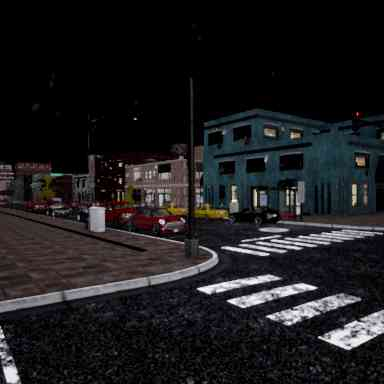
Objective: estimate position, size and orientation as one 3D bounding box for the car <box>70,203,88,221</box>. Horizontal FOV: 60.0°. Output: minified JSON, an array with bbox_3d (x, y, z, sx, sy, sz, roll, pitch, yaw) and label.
[{"bbox_3d":[-8.811,1.918,29.370,2.008,1.369,4.403,-1,0,-36],"label":"car"}]

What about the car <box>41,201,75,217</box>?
[{"bbox_3d":[-15.535,2.053,38.460,2.008,1.369,4.403,-1,0,-36],"label":"car"}]

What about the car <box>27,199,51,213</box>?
[{"bbox_3d":[-22.264,1.952,47.551,2.192,1.841,5.009,-1,0,-36],"label":"car"}]

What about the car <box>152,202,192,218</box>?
[{"bbox_3d":[-2.184,1.820,34.446,1.752,1.417,4.829,-1,0,-36],"label":"car"}]

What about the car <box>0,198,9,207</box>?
[{"bbox_3d":[-42.470,2.358,74.798,2.192,1.841,5.009,-1,0,-36],"label":"car"}]

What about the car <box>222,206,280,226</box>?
[{"bbox_3d":[4.643,1.724,25.219,1.947,1.339,4.313,-1,0,-36],"label":"car"}]

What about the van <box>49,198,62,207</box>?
[{"bbox_3d":[-28.983,2.173,70.673,1.690,1.788,3.998,-1,0,-36],"label":"van"}]

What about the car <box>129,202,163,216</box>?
[{"bbox_3d":[-5.445,1.910,38.855,2.008,1.369,4.403,-1,0,-36],"label":"car"}]

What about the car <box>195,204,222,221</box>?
[{"bbox_3d":[1.178,1.752,29.901,1.752,1.417,4.829,-1,0,-36],"label":"car"}]

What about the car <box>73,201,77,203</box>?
[{"bbox_3d":[-22.254,2.279,61.582,1.802,1.307,4.206,-1,0,-36],"label":"car"}]

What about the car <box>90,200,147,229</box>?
[{"bbox_3d":[-5.454,1.615,24.824,2.192,1.841,5.009,-1,0,-36],"label":"car"}]

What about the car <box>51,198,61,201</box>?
[{"bbox_3d":[-25.297,2.265,61.343,1.812,1.442,4.674,-1,0,-35],"label":"car"}]

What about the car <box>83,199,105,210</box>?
[{"bbox_3d":[-15.533,2.002,52.491,1.967,1.590,4.097,-1,0,-36],"label":"car"}]

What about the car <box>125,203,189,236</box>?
[{"bbox_3d":[-2.089,1.673,20.279,1.967,1.590,4.097,-1,0,-36],"label":"car"}]

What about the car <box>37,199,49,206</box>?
[{"bbox_3d":[-35.803,2.494,79.901,1.752,1.417,4.829,-1,0,-36],"label":"car"}]

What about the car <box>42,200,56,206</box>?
[{"bbox_3d":[-32.340,2.444,75.219,1.887,1.381,4.507,-1,0,-36],"label":"car"}]
